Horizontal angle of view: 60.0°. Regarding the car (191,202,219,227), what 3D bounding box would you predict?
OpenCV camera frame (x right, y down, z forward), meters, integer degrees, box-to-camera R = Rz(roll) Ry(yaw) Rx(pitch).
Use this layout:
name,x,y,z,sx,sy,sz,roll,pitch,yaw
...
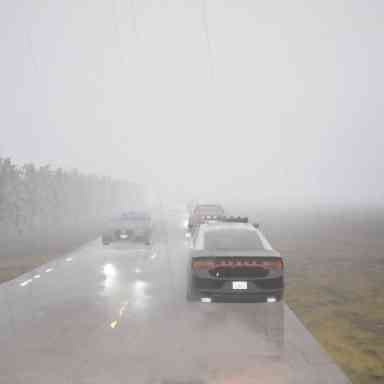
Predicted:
name,x,y,z,sx,sy,sz,roll,pitch,yaw
car,0.868,1.542,24.282,1.837,1.490,4.892,0,0,0

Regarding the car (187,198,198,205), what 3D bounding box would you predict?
name,x,y,z,sx,sy,sz,roll,pitch,yaw
car,0.113,1.773,63.352,1.994,1.385,4.181,0,0,0

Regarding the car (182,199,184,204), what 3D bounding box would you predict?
name,x,y,z,sx,sy,sz,roll,pitch,yaw
car,0.109,1.671,46.004,2.033,1.411,5.357,0,0,1

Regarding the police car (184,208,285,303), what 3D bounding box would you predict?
name,x,y,z,sx,sy,sz,roll,pitch,yaw
police car,0.840,1.429,8.391,1.930,1.638,5.238,0,0,0

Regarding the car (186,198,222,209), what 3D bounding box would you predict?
name,x,y,z,sx,sy,sz,roll,pitch,yaw
car,0.856,1.371,18.253,2.097,1.767,4.553,0,0,0

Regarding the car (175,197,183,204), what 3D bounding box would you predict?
name,x,y,z,sx,sy,sz,roll,pitch,yaw
car,-2.624,1.759,70.826,1.837,1.490,4.892,0,-1,0

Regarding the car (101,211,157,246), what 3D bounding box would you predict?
name,x,y,z,sx,sy,sz,roll,pitch,yaw
car,-2.721,1.576,15.245,1.994,1.385,4.181,0,0,0
